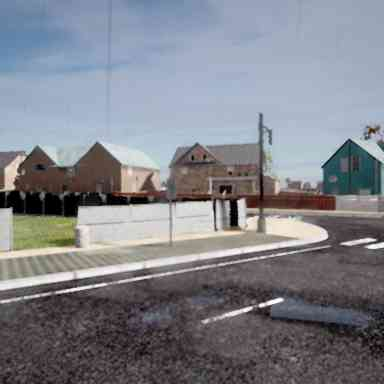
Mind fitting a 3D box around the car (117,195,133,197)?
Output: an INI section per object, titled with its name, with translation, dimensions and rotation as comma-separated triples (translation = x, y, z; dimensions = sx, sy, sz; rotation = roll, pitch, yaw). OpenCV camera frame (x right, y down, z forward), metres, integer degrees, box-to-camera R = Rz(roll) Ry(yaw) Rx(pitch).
[car]
translation = -5.418, 0.992, 27.441
dimensions = 4.674, 1.442, 1.812
rotation = 1, 1, 19
